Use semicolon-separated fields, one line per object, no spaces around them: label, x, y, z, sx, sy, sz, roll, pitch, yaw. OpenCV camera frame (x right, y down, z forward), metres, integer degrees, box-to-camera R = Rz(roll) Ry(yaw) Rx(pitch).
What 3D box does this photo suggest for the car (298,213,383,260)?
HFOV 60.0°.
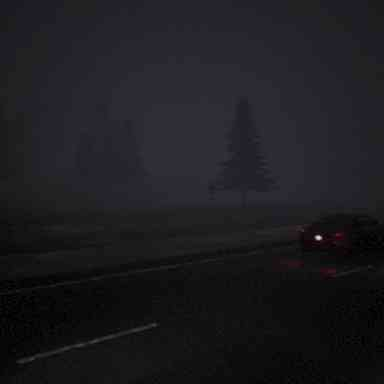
car;5.825;1.478;12.182;4.181;1.385;1.994;-1;0;-35
